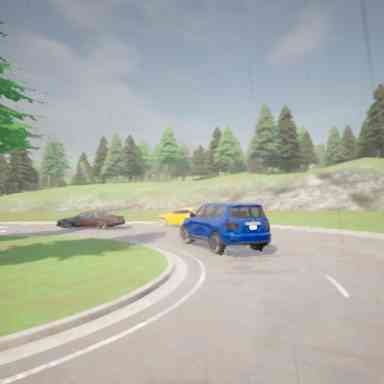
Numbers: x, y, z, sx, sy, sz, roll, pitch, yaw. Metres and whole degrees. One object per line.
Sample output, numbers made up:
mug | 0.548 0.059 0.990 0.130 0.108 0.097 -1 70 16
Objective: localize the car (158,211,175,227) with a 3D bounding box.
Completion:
car | -0.538 2.035 27.044 5.008 1.535 1.882 -2 -2 34

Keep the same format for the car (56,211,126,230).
car | -8.004 2.222 26.527 5.357 1.411 2.033 -1 -1 11

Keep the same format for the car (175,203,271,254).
car | 1.317 1.510 15.153 2.150 2.045 5.566 0 -2 -22
